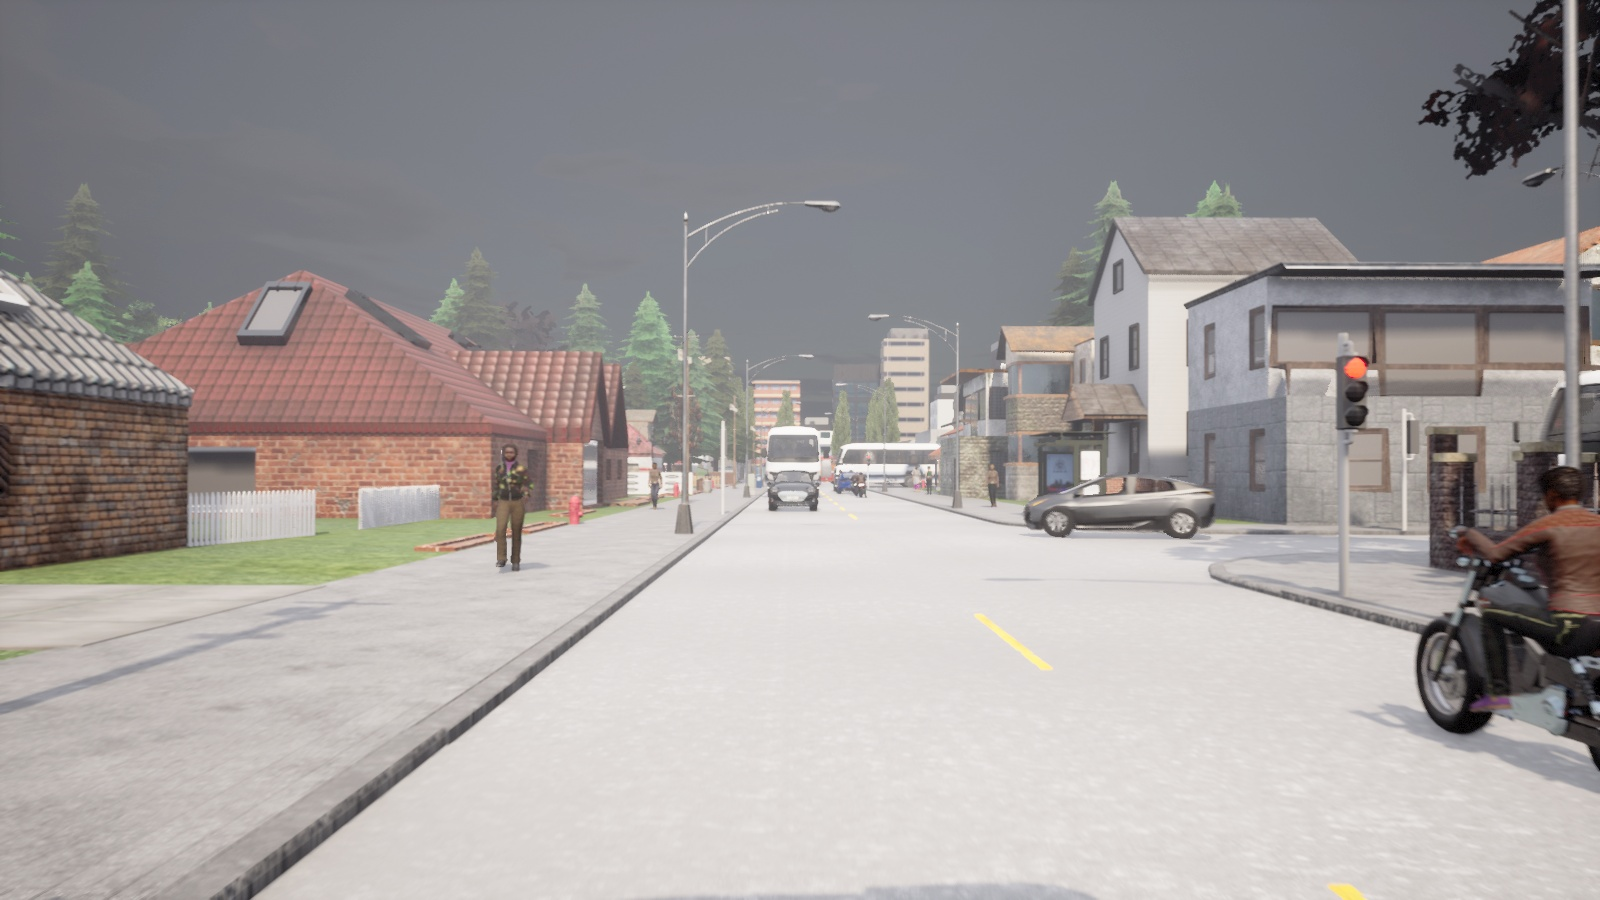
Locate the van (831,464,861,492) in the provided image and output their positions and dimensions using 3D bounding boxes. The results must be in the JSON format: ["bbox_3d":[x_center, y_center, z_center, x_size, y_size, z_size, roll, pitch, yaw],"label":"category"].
[{"bbox_3d":[3.536,2.151,96.904,2.069,2.038,4.480,0,-1,-1],"label":"van"}]

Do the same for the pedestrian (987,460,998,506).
[{"bbox_3d":[7.865,1.354,51.321,0.331,1.846,0.634,0,-1,16],"label":"pedestrian"}]

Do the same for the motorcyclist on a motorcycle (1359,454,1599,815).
[{"bbox_3d":[4.007,0.865,6.877,0.766,1.649,2.350,0,-1,-2],"label":"motorcyclist on a motorcycle"}]

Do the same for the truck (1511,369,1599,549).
[{"bbox_3d":[19.301,0.188,25.724,7.936,3.462,2.891,0,-1,-4],"label":"truck"}]

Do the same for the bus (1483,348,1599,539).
[{"bbox_3d":[22.530,-0.149,29.957,10.273,4.253,3.944,0,-1,0],"label":"bus"}]

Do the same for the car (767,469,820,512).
[{"bbox_3d":[-0.237,1.595,50.619,2.033,1.649,4.856,0,-1,0],"label":"car"}]

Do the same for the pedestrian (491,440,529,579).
[{"bbox_3d":[-4.107,0.835,17.807,0.395,1.930,0.692,0,-1,-1],"label":"pedestrian"}]

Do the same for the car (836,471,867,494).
[{"bbox_3d":[3.575,2.250,87.695,1.882,1.535,5.008,0,-1,-1],"label":"car"}]

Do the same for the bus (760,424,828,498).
[{"bbox_3d":[-0.384,0.744,77.722,3.944,4.253,10.273,0,-1,0],"label":"bus"}]

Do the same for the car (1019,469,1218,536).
[{"bbox_3d":[7.611,1.241,30.380,4.514,1.525,2.007,0,-1,12],"label":"car"}]

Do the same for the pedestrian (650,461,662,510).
[{"bbox_3d":[-5.354,1.329,46.690,0.328,1.805,0.869,0,-1,0],"label":"pedestrian"}]
